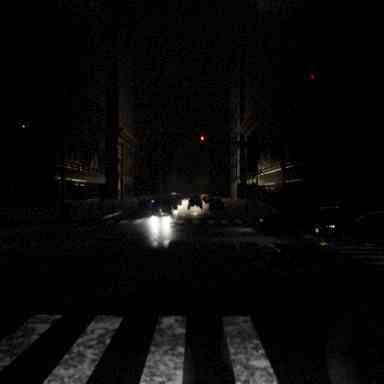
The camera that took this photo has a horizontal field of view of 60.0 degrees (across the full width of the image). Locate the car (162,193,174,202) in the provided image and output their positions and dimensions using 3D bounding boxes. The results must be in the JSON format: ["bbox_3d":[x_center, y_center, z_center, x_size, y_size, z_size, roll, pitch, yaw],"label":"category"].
[{"bbox_3d":[-5.270,1.153,74.430,2.192,1.841,5.009,0,0,0],"label":"car"}]

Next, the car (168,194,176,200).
[{"bbox_3d":[-5.176,1.341,85.728,1.887,1.381,4.507,0,0,0],"label":"car"}]

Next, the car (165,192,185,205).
[{"bbox_3d":[-2.674,1.259,52.197,2.097,1.767,4.553,0,0,1],"label":"car"}]

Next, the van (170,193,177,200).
[{"bbox_3d":[-5.126,1.117,91.375,1.690,1.788,3.998,0,0,0],"label":"van"}]

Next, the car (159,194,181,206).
[{"bbox_3d":[-2.777,1.409,42.452,1.882,1.535,5.008,0,0,1],"label":"car"}]

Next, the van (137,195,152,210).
[{"bbox_3d":[-5.559,1.276,40.539,1.690,1.788,3.998,0,0,0],"label":"van"}]

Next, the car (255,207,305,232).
[{"bbox_3d":[6.525,1.623,19.748,5.357,1.411,2.033,2,0,0],"label":"car"}]

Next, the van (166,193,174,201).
[{"bbox_3d":[-5.222,1.159,80.079,1.690,1.788,3.998,0,0,0],"label":"van"}]

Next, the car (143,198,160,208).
[{"bbox_3d":[-5.512,1.504,46.188,1.802,1.307,4.206,0,0,0],"label":"car"}]

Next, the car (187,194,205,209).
[{"bbox_3d":[0.416,1.431,44.405,1.837,1.490,4.892,0,0,1],"label":"car"}]

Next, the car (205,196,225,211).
[{"bbox_3d":[2.965,1.501,40.468,1.947,1.339,4.313,0,0,0],"label":"car"}]

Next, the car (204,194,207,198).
[{"bbox_3d":[3.109,1.475,57.415,1.802,1.307,4.206,0,0,0],"label":"car"}]

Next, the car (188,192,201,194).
[{"bbox_3d":[0.572,1.343,73.054,1.837,1.490,4.892,0,0,0],"label":"car"}]

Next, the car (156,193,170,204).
[{"bbox_3d":[-5.366,1.191,63.134,2.192,1.841,5.009,0,0,0],"label":"car"}]

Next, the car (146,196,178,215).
[{"bbox_3d":[-2.858,1.442,33.013,2.128,1.511,4.902,0,0,1],"label":"car"}]

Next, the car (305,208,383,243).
[{"bbox_3d":[8.448,1.613,16.169,4.902,1.511,2.128,1,0,-5],"label":"car"}]

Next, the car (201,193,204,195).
[{"bbox_3d":[3.205,1.402,68.713,1.887,1.381,4.507,0,0,0],"label":"car"}]

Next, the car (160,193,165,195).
[{"bbox_3d":[-5.415,1.333,57.485,1.967,1.590,4.097,0,0,0],"label":"car"}]
